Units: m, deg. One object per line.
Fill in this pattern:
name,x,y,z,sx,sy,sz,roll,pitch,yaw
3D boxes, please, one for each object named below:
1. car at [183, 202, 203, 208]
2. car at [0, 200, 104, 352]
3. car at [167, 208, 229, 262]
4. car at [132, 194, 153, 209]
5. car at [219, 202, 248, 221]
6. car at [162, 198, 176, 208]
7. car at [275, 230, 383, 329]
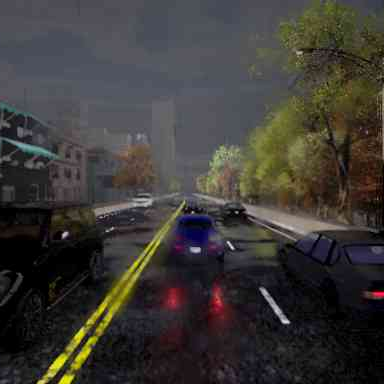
car,0.095,1.611,32.921,1.895,1.301,4.718,0,0,0
car,-3.352,1.224,6.534,2.150,2.045,5.566,0,0,0
car,0.111,1.530,12.060,1.812,1.442,4.674,0,0,0
car,-6.594,1.233,45.105,2.150,2.045,5.566,0,0,0
car,3.347,1.556,27.362,2.033,1.411,5.357,0,0,0
car,-3.328,1.562,49.173,2.033,1.411,5.357,0,0,0
car,3.348,1.550,7.300,2.033,1.411,5.357,0,0,0
